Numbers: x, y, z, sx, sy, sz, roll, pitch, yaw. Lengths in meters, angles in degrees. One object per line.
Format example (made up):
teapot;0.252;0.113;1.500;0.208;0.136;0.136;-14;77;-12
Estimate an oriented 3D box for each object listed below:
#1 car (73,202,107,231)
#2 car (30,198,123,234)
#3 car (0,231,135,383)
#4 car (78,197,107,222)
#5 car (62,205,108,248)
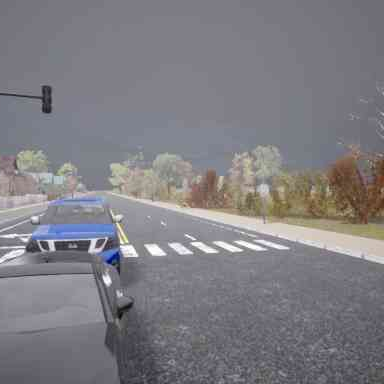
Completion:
car;-6.617;1.467;21.778;1.882;1.535;5.008;0;0;-16
car;-3.362;1.218;9.968;2.150;2.045;5.566;0;0;-15
car;-1.708;1.524;3.883;1.812;1.442;4.674;0;0;-13
car;-8.192;1.337;27.507;2.097;1.767;4.553;0;0;-15
car;-5.035;1.498;16.036;1.837;1.490;4.892;0;0;-15
